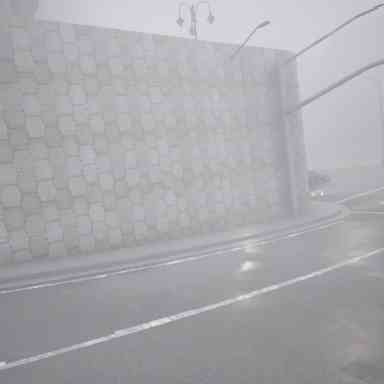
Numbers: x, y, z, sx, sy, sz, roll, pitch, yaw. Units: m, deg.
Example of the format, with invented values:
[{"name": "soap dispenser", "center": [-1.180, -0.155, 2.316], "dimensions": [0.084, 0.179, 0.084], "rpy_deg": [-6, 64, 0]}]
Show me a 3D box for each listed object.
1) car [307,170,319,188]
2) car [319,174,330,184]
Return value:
[{"name": "car", "center": [8.044, -0.739, 29.593], "dimensions": [2.033, 1.411, 5.357], "rpy_deg": [-11, 7, -35]}, {"name": "car", "center": [10.713, -1.344, 31.800], "dimensions": [1.837, 1.490, 4.892], "rpy_deg": [-11, 6, -34]}]
